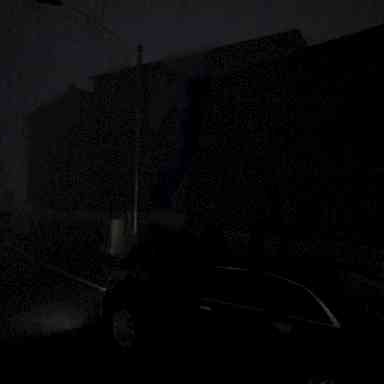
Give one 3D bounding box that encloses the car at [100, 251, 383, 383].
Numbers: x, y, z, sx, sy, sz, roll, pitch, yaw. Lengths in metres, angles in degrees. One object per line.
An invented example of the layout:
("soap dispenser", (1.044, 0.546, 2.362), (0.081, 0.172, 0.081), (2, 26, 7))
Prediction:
("car", (0.705, 1.600, 4.596), (4.892, 1.490, 1.837), (0, -1, 39))
